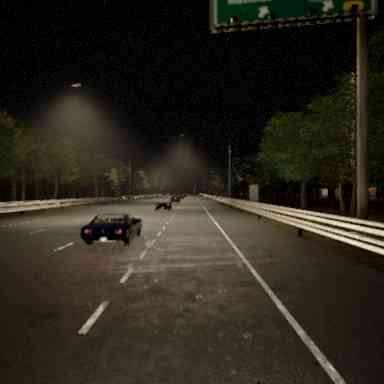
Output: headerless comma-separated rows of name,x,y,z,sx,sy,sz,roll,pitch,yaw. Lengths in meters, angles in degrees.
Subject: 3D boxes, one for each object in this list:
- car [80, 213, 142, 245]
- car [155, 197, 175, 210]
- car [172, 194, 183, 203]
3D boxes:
car,-3.511,1.605,15.435,1.895,1.301,4.718,0,0,0
car,-3.521,1.615,42.423,1.895,1.301,4.718,0,0,0
car,-3.522,1.396,71.601,2.097,1.767,4.553,0,0,0
